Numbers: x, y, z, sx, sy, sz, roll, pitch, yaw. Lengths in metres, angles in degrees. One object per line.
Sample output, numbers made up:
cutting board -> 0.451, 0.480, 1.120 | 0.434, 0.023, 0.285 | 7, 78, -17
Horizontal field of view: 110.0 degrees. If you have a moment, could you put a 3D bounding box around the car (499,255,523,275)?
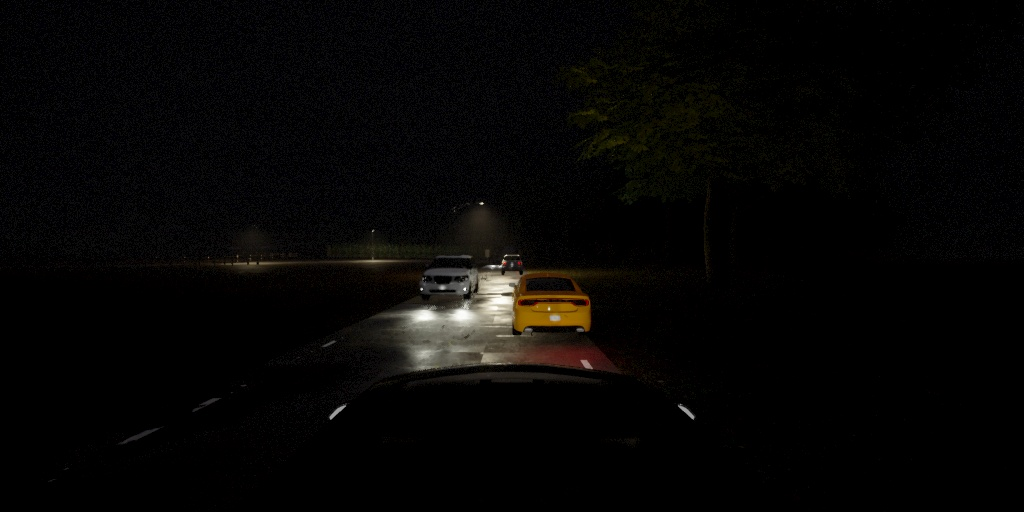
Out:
car -> 0.014, 0.895, 37.980 | 2.150, 2.045, 5.566 | 0, 0, 0

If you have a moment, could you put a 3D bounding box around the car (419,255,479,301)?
car -> -2.875, 0.949, 17.560 | 2.150, 2.045, 5.566 | 0, 0, 0

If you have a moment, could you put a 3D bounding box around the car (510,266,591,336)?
car -> 0.949, 1.218, 10.408 | 1.882, 1.535, 5.008 | 0, 0, 0
